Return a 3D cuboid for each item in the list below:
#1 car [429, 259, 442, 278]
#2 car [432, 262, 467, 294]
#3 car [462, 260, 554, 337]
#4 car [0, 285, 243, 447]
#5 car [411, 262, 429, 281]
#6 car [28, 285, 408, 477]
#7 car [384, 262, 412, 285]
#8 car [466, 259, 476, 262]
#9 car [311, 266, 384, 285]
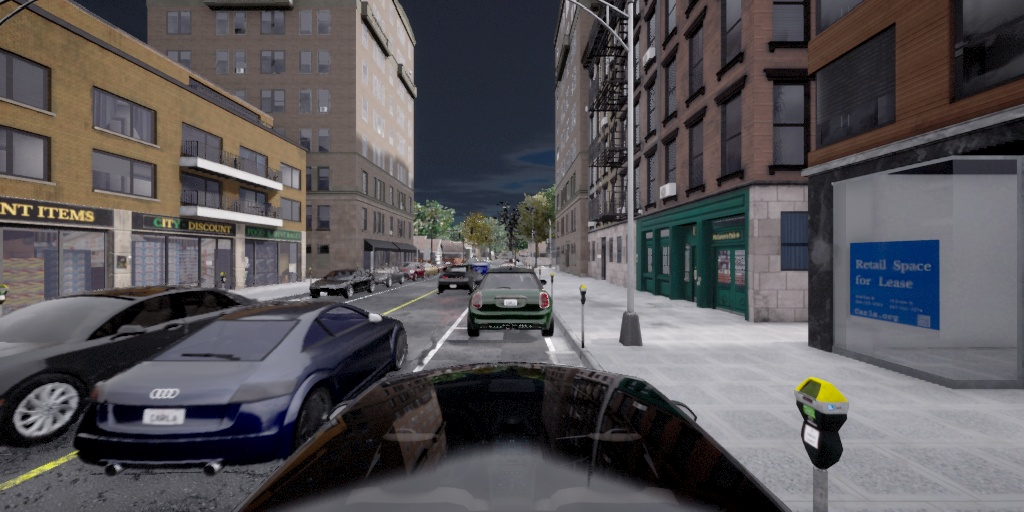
[{"bbox_3d":[-8.408,1.285,34.586,1.751,1.417,4.829,0,0,0],"label":"car"},{"bbox_3d":[-2.924,1.256,20.244,1.837,1.490,4.892,0,0,0],"label":"car"},{"bbox_3d":[-0.033,1.103,10.470,2.097,1.767,4.553,0,0,0],"label":"car"},{"bbox_3d":[-5.867,1.255,5.316,1.837,1.490,4.892,0,0,0],"label":"car"},{"bbox_3d":[-8.408,1.195,29.238,1.967,1.591,4.097,0,0,0],"label":"car"},{"bbox_3d":[-2.918,1.314,5.008,1.994,1.385,4.181,0,0,0],"label":"car"},{"bbox_3d":[-8.408,1.303,23.719,2.007,1.370,4.403,0,0,0],"label":"car"},{"bbox_3d":[-3.023,1.237,35.259,1.882,1.535,5.008,0,0,0],"label":"car"},{"bbox_3d":[-8.408,1.316,18.201,1.948,1.339,4.313,0,0,0],"label":"car"}]
